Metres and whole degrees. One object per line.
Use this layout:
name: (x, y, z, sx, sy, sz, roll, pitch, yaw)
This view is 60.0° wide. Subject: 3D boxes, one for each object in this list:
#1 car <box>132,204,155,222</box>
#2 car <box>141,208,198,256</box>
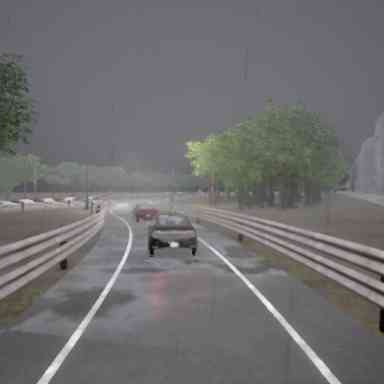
car: (-4.264, 1.811, 29.835, 1.882, 1.535, 5.008, 0, 0, -16)
car: (-0.917, 1.646, 13.966, 2.128, 1.511, 4.902, 0, -1, -7)
